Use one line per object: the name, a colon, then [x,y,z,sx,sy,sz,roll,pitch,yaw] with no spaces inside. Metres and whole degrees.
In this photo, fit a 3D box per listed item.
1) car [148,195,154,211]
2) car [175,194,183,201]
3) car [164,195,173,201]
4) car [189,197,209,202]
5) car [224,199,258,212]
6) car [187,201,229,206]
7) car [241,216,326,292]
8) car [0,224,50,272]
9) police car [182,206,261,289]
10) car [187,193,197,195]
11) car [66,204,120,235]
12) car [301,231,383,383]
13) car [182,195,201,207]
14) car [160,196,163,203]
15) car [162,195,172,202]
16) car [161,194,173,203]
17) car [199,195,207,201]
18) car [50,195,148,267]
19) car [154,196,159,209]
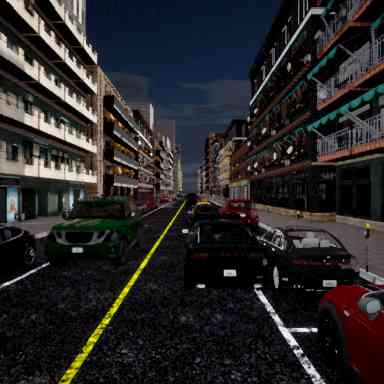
car: [-5.700,1.435,36.854,1.967,1.590,4.097,0,0,0]
car: [-3.024,1.329,80.299,2.097,1.767,4.553,0,0,0]
car: [-5.713,1.522,81.945,1.887,1.381,4.507,0,0,0]
car: [0.892,1.453,25.357,1.801,1.575,5.366,0,0,0]
car: [2.686,1.314,19.943,2.192,1.841,5.009,0,0,0]
car: [0.815,1.510,19.170,1.837,1.490,4.892,0,0,0]
car: [2.689,1.551,8.670,2.008,1.369,4.403,0,0,0]
car: [-5.693,1.566,8.670,1.947,1.339,4.313,0,0,0]
police car: [0.752,1.425,9.273,1.930,1.638,5.238,0,0,0]
car: [-0.017,1.209,59.744,2.150,2.045,5.566,0,0,0]
car: [-5.695,1.524,19.774,1.752,1.417,4.829,0,0,0]
car: [2.690,1.440,3.034,1.967,1.590,4.097,0,0,0]
car: [0.003,1.497,46.445,1.837,1.490,4.892,0,0,0]
car: [-5.704,1.573,48.127,1.802,1.307,4.206,0,0,0]
car: [-5.711,1.420,76.308,1.967,1.590,4.097,0,0,0]
car: [-5.709,1.298,70.672,2.192,1.841,5.009,0,0,0]
car: [2.668,1.522,81.943,1.887,1.381,4.507,0,0,0]
car: [-3.105,1.221,11.781,2.150,2.045,5.566,0,0,0]
car: [-5.701,1.308,42.490,2.192,1.841,5.009,0,0,0]
